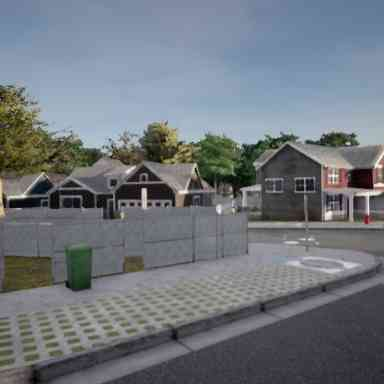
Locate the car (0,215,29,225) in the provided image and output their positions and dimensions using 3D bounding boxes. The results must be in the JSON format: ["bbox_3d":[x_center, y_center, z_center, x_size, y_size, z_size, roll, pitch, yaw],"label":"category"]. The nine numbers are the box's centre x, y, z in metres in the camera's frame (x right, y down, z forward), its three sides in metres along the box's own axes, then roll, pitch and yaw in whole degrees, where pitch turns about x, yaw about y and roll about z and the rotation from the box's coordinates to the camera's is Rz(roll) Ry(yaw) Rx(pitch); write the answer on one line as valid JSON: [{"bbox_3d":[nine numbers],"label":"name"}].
[{"bbox_3d":[-13.725,2.439,23.695,4.892,1.490,1.837,-2,0,18],"label":"car"}]
